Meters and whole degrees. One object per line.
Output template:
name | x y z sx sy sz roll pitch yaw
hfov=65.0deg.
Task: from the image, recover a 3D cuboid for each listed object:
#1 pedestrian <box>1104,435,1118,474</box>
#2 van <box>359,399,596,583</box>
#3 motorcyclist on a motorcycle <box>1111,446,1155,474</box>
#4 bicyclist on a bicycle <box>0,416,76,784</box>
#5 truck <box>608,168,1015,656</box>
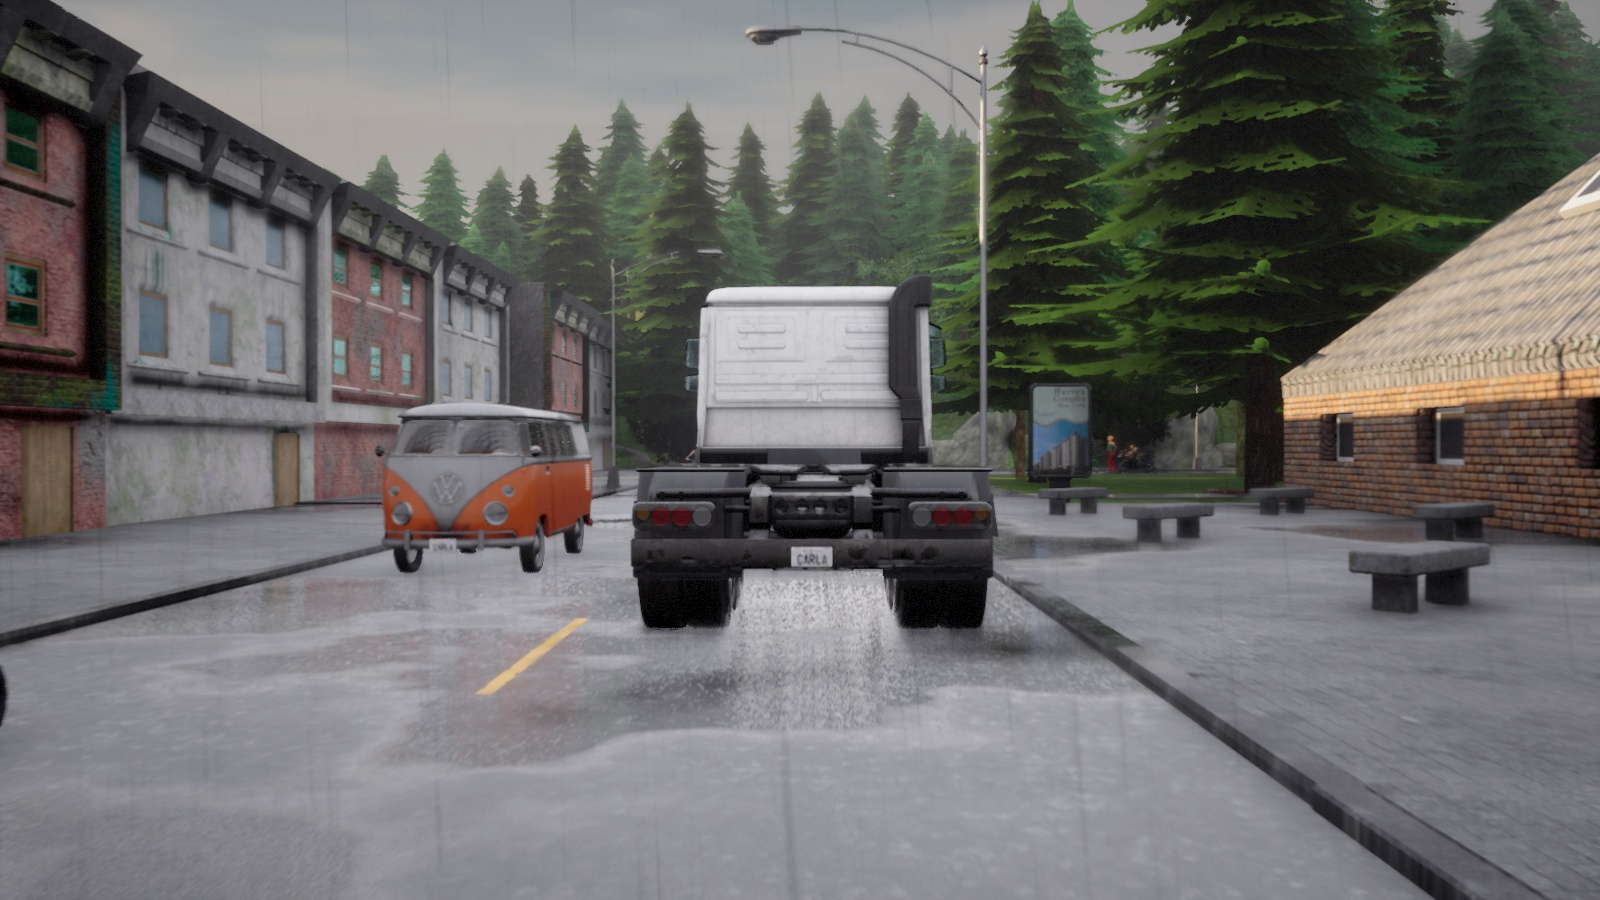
pedestrian | 14.747 0.231 59.543 0.594 1.836 0.345 0 0 -8
van | -3.835 0.433 15.743 1.775 1.987 4.442 0 0 1
motorcyclist on a motorcycle | 18.146 0.523 68.439 2.191 1.530 0.866 0 0 0
bicyclist on a bicycle | -3.941 0.659 5.326 0.866 1.612 1.509 0 0 0
truck | 0.138 -0.286 12.905 2.891 3.462 7.936 0 0 1
